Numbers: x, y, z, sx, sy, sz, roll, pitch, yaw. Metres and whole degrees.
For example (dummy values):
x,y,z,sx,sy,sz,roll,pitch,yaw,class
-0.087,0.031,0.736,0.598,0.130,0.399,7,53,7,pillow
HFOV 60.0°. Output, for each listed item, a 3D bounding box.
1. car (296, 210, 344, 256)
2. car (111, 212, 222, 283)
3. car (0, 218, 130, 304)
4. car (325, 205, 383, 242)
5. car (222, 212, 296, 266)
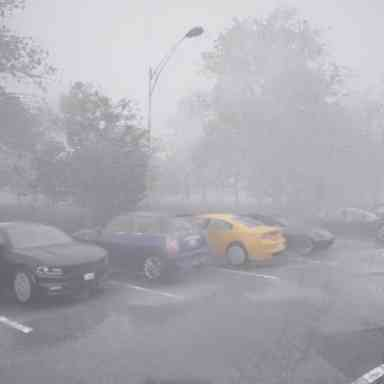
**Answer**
x,y,z,sx,sy,sz,roll,pitch,yaw,class
3.171,1.550,13.331,4.792,1.488,2.163,-1,-1,35,car
-1.708,1.372,9.930,4.553,1.767,2.185,-1,-1,35,car
-4.160,1.488,8.248,5.008,1.535,2.097,-1,-1,34,car
8.046,1.548,16.717,4.892,1.521,2.231,-1,-1,36,car
0.707,1.509,11.650,5.008,1.535,2.097,-1,-1,35,car
